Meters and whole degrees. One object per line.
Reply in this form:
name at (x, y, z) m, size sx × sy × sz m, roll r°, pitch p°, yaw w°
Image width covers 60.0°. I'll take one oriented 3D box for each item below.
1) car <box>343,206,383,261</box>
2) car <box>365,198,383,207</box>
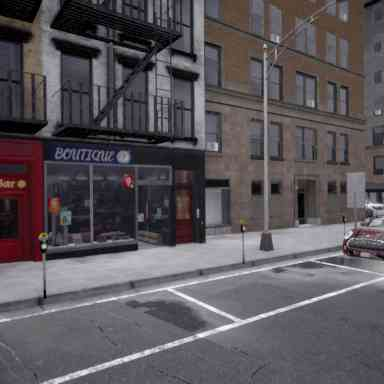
car at (7.043, 1.442, 11.592) m, size 4.097 × 1.590 × 1.967 m, roll 0°, pitch -1°, yaw -36°
car at (14.868, 1.393, 30.393) m, size 2.150 × 2.045 × 5.566 m, roll -1°, pitch 0°, yaw -35°
